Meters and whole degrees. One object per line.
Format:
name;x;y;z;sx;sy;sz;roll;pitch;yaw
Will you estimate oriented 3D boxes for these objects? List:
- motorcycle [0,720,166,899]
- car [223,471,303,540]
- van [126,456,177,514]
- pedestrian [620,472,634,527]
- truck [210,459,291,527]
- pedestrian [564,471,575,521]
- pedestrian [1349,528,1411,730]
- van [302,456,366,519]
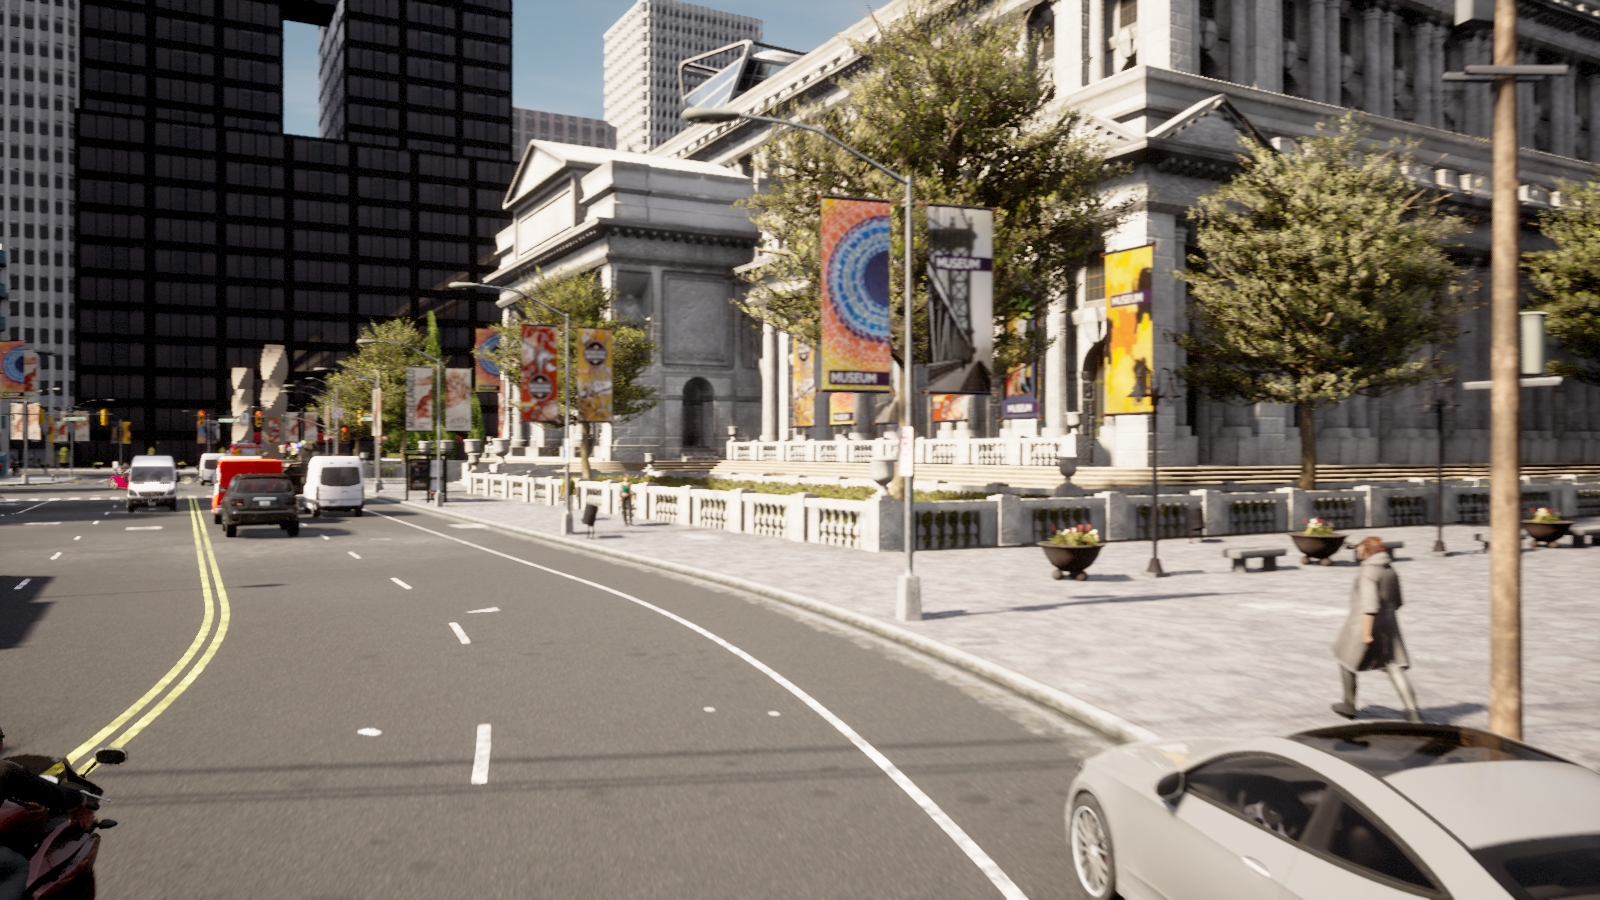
motorcycle;-3.982;2.208;5.523;0.867;1.251;2.209;0;0;-8
car;-18.175;1.792;38.512;2.150;2.045;5.566;0;0;-28
van;-30.511;1.555;53.888;1.988;2.561;5.915;0;0;-28
pedestrian;-5.971;1.702;39.420;0.375;1.860;0.375;0;0;-21
truck;-21.605;1.580;44.791;2.627;2.467;5.204;0;0;-28
pedestrian;-8.598;1.702;42.602;0.375;1.860;0.375;0;0;-17
pedestrian;5.549;1.693;10.942;0.375;1.860;0.375;0;0;-22
van;-20.500;1.549;50.094;1.988;2.561;5.915;0;0;-28
